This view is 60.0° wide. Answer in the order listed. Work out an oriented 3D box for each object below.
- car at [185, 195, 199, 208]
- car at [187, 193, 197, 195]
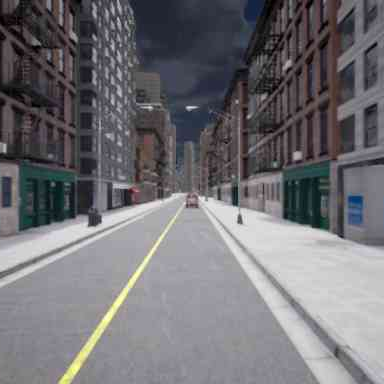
[{"bbox_3d":[0.006,1.542,47.379,2.033,1.411,5.357,0,0,0],"label":"car"},{"bbox_3d":[0.008,1.210,57.824,2.150,2.045,5.566,0,0,0],"label":"car"}]
